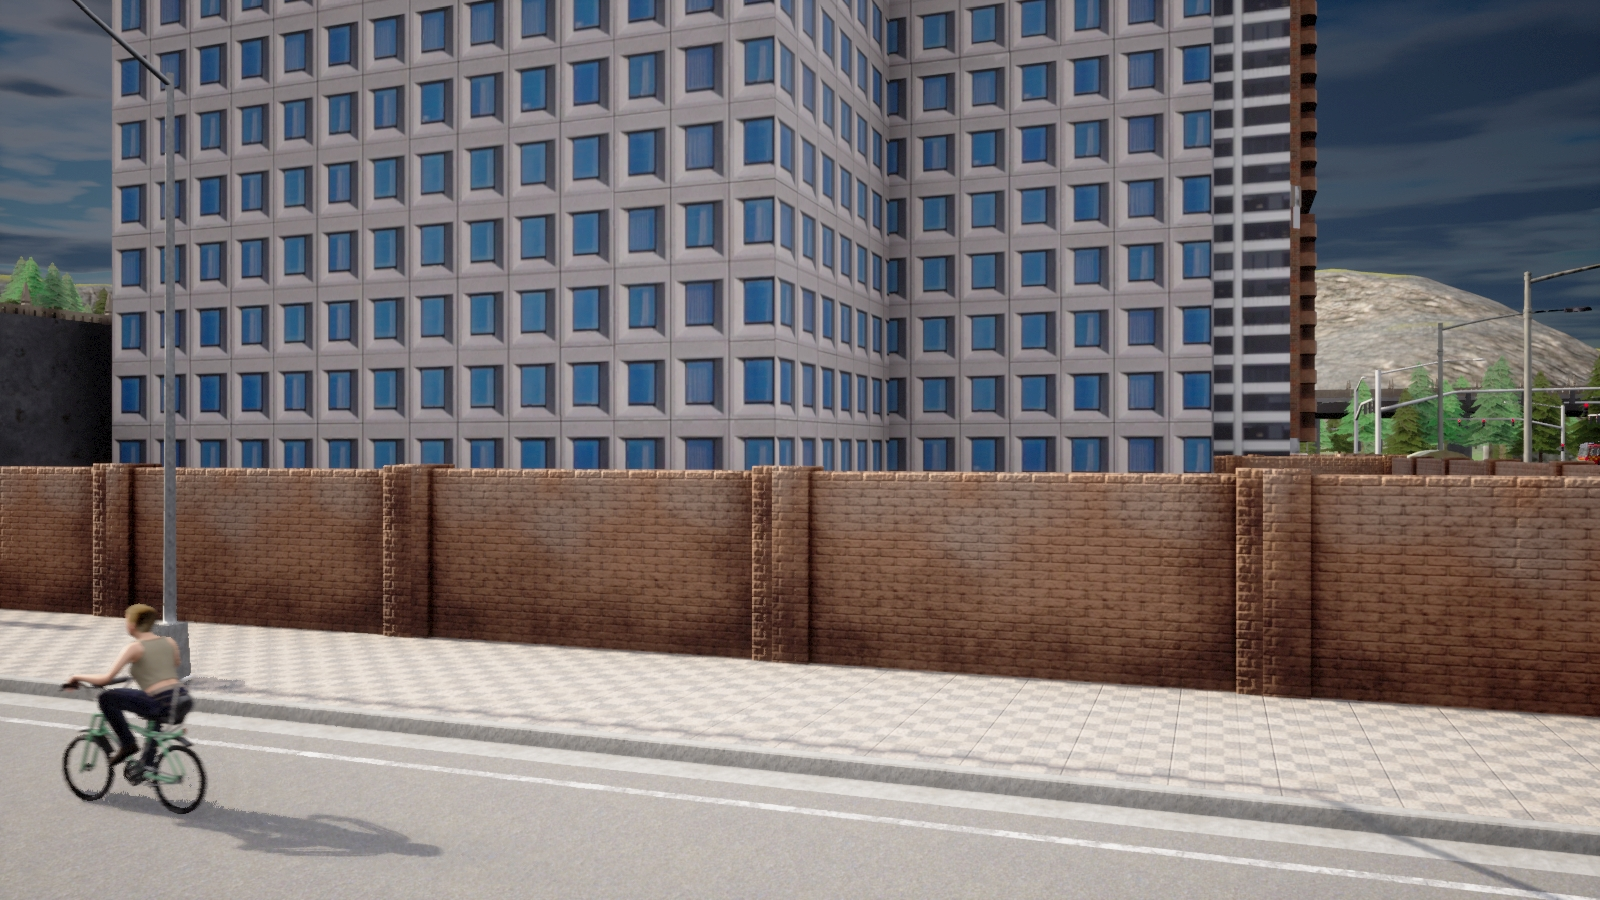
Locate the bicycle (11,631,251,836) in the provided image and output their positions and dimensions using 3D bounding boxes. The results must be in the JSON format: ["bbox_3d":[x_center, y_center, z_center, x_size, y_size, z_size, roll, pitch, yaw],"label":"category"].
[{"bbox_3d":[-5.216,2.158,8.936,1.487,1.276,0.859,0,0,20],"label":"bicycle"}]
